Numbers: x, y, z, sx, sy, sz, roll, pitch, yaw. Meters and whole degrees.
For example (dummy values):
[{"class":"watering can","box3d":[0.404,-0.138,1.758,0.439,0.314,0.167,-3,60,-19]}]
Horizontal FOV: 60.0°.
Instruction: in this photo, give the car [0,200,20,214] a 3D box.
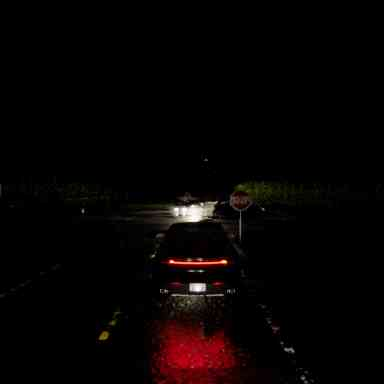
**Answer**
[{"class":"car","box3d":[-19.982,1.427,33.234,5.357,1.411,2.033,0,0,3]}]

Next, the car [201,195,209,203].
[{"class":"car","box3d":[1.800,1.601,70.313,1.994,1.385,4.181,0,0,12]}]

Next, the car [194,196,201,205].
[{"class":"car","box3d":[-0.053,1.632,60.469,1.895,1.301,4.718,0,0,10]}]

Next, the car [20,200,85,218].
[{"class":"car","box3d":[-11.682,1.420,28.725,4.902,1.511,2.128,0,-1,10]}]

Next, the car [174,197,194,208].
[{"class":"car","box3d":[-1.461,1.513,49.853,2.128,1.511,4.902,0,0,6]}]

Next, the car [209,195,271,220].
[{"class":"car","box3d":[3.945,1.383,28.057,4.553,1.767,2.097,1,0,4]}]

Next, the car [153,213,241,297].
[{"class":"car","box3d":[0.096,1.505,8.533,1.837,1.490,4.892,0,0,0]}]

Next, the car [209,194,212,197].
[{"class":"car","box3d":[4.403,1.389,81.042,2.097,1.767,4.553,0,0,15]}]

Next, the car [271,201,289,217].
[{"class":"car","box3d":[6.620,1.551,31.562,4.902,1.511,2.128,0,0,5]}]
